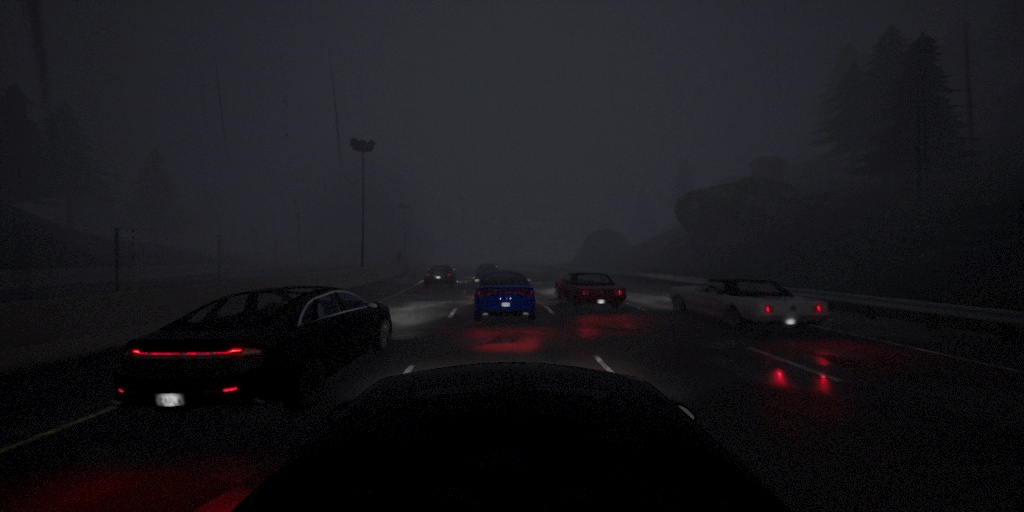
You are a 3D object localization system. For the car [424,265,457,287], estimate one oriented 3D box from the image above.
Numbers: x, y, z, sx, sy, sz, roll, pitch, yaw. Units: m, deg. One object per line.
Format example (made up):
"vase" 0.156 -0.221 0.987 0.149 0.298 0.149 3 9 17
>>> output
"car" -4.891 1.323 24.736 1.994 1.385 4.181 0 0 -6

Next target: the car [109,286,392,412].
"car" -3.545 1.249 6.079 2.128 1.511 4.902 0 0 -1

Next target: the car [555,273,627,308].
"car" 3.056 1.344 15.061 1.895 1.301 4.718 0 0 -4

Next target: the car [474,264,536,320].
"car" -0.315 1.228 12.673 1.882 1.535 5.008 0 0 -3

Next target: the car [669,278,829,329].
"car" 6.791 1.337 11.084 1.895 1.301 4.718 0 0 -3
